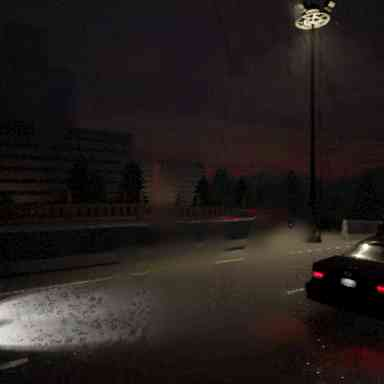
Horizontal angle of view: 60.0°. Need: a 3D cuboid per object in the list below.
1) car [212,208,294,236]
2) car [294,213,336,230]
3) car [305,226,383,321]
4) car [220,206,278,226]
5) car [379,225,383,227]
[{"bbox_3d":[3.348,1.739,19.269,5.008,1.535,1.882,3,-2,-35],"label":"car"},{"bbox_3d":[10.128,2.478,28.400,5.357,1.411,2.033,6,-3,-35],"label":"car"},{"bbox_3d":[4.691,1.628,7.089,5.357,1.411,2.033,1,-1,-35],"label":"car"},{"bbox_3d":[5.059,2.141,29.083,4.902,1.511,2.128,5,-3,-35],"label":"car"},{"bbox_3d":[10.708,1.923,15.675,5.008,1.535,1.882,4,-2,-35],"label":"car"}]
